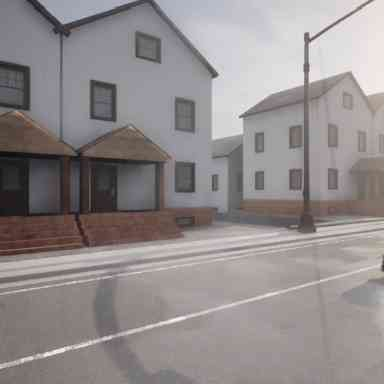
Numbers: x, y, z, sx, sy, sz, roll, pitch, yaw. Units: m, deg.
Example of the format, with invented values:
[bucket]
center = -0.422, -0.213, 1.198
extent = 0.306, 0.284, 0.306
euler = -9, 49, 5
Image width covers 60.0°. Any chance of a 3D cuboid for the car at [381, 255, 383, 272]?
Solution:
[car]
center = 6.935, 1.563, 8.969
extent = 4.181, 1.385, 1.994
euler = 0, 0, -36
